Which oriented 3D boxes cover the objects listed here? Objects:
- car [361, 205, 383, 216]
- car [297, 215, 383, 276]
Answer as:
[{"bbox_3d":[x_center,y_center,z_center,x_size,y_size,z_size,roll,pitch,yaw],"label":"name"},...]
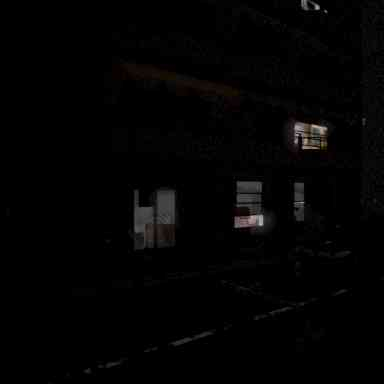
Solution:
[{"bbox_3d":[16.822,1.888,32.091,1.895,1.301,4.718,0,-1,-36],"label":"car"},{"bbox_3d":[5.042,1.582,10.230,4.206,1.307,1.802,0,0,-36],"label":"car"}]
